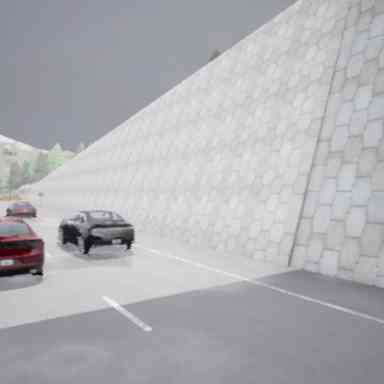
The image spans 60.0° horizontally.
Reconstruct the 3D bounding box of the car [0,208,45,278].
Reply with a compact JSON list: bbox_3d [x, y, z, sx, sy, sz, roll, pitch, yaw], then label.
[{"bbox_3d":[-5.649,1.465,9.661,1.882,1.535,5.008,0,0,-35],"label":"car"}]

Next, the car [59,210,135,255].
[{"bbox_3d":[-3.945,1.478,13.346,2.128,1.511,4.902,0,0,-35],"label":"car"}]

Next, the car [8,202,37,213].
[{"bbox_3d":[-15.056,1.528,29.365,1.994,1.385,4.181,0,0,-35],"label":"car"}]
